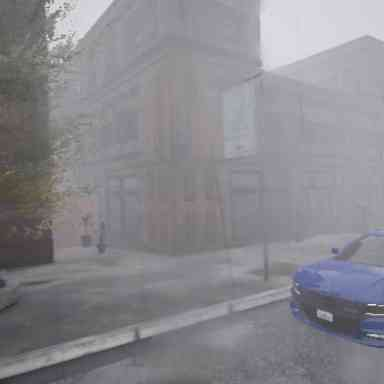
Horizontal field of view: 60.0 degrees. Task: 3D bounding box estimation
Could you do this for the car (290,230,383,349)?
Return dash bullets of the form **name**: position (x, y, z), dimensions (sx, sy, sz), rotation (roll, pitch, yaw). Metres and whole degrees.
- **car**: position (3.913, 1.474, 6.169), dimensions (5.008, 1.535, 1.882), rotation (0, 0, -35)
